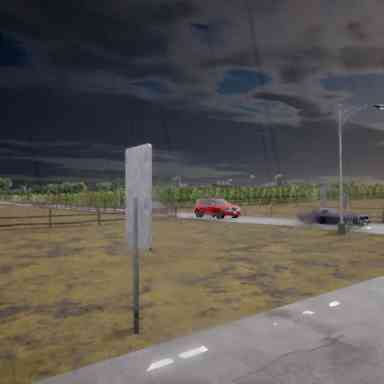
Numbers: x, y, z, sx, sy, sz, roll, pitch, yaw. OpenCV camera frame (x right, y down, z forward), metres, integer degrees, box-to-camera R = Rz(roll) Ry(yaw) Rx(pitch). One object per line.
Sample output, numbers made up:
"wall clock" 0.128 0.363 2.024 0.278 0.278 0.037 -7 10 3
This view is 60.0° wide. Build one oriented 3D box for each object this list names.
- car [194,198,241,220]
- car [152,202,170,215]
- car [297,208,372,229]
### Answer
"car" 2.479 1.681 33.953 2.150 2.045 5.566 0 -1 -36
"car" -4.858 2.053 44.145 2.097 1.767 4.553 0 -1 -36
"car" 10.036 1.814 23.693 1.895 1.301 4.718 0 -1 -39
